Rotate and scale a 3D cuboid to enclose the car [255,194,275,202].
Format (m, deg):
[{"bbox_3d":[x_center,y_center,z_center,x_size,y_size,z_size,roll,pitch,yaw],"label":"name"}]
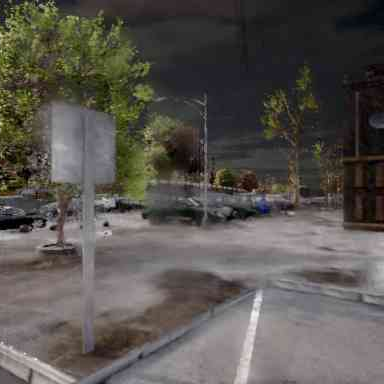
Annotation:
[{"bbox_3d":[17.512,1.403,79.739,4.553,1.767,2.185,-1,-1,14],"label":"car"}]

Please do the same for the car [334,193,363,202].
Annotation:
[{"bbox_3d":[35.878,1.264,76.516,5.566,2.045,2.435,1,0,14],"label":"car"}]

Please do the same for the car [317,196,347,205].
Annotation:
[{"bbox_3d":[25.905,1.543,61.828,4.792,1.488,2.163,1,0,14],"label":"car"}]

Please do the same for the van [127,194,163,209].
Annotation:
[{"bbox_3d":[-6.337,1.298,44.746,4.442,1.987,1.878,-1,0,14],"label":"van"}]

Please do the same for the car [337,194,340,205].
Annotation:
[{"bbox_3d":[20.888,1.512,54.482,5.008,1.535,2.097,1,0,14],"label":"car"}]

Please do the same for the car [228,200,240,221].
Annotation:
[{"bbox_3d":[0.921,1.532,25.098,4.792,1.488,2.163,1,1,14],"label":"car"}]

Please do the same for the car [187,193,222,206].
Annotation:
[{"bbox_3d":[2.235,1.275,57.229,5.566,2.045,2.435,-1,0,14],"label":"car"}]

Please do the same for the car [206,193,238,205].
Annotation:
[{"bbox_3d":[5.689,1.275,62.212,5.566,2.045,2.435,-1,-1,14],"label":"car"}]

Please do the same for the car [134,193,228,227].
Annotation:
[{"bbox_3d":[-0.684,1.250,22.661,5.566,2.045,2.435,1,0,14],"label":"car"}]

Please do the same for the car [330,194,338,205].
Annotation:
[{"bbox_3d":[19.409,1.511,52.001,5.366,1.575,1.946,1,0,14],"label":"car"}]

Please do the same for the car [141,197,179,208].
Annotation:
[{"bbox_3d":[-4.528,1.525,47.225,4.892,1.521,2.231,-1,-1,14],"label":"car"}]

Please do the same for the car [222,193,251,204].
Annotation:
[{"bbox_3d":[9.024,1.276,67.234,5.566,2.045,2.435,-1,0,14],"label":"car"}]

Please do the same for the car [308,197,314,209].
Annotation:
[{"bbox_3d":[12.612,1.385,42.235,4.553,1.767,2.185,1,1,14],"label":"car"}]

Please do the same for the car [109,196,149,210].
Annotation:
[{"bbox_3d":[-7.949,1.396,42.235,4.553,1.767,2.185,-1,-1,14],"label":"car"}]

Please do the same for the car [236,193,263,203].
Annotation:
[{"bbox_3d":[12.476,1.276,72.223,5.566,2.045,2.435,-1,-1,14],"label":"car"}]

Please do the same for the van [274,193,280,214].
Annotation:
[{"bbox_3d":[6.050,1.282,32.426,4.442,1.987,1.878,1,0,14],"label":"van"}]

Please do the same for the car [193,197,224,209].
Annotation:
[{"bbox_3d":[2.419,1.525,46.874,2.128,1.511,4.902,0,0,34],"label":"car"}]

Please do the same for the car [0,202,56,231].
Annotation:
[{"bbox_3d":[-10.336,1.507,18.261,2.128,1.511,4.902,0,0,26],"label":"car"}]

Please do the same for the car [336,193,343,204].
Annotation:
[{"bbox_3d":[22.733,1.512,56.896,5.366,1.575,1.946,1,0,14],"label":"car"}]

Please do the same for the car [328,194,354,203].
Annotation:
[{"bbox_3d":[30.893,1.389,69.162,4.553,1.767,2.185,1,1,14],"label":"car"}]

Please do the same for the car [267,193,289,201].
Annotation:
[{"bbox_3d":[22.604,1.279,87.228,5.566,2.045,2.435,-1,0,14],"label":"car"}]

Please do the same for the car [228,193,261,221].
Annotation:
[{"bbox_3d":[2.584,1.252,27.555,5.566,2.045,2.435,1,1,14],"label":"car"}]

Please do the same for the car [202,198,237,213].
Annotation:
[{"bbox_3d":[3.341,1.504,39.137,1.882,1.535,5.008,0,0,34],"label":"car"}]

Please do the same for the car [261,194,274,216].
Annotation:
[{"bbox_3d":[4.247,1.254,30.003,5.566,2.045,2.435,1,1,14],"label":"car"}]

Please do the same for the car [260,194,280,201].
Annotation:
[{"bbox_3d":[19.268,1.403,82.219,4.553,1.767,2.185,-1,0,14],"label":"car"}]

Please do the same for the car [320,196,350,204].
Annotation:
[{"bbox_3d":[27.543,1.515,64.281,4.892,1.521,2.231,1,1,14],"label":"car"}]

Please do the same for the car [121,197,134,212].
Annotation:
[{"bbox_3d":[-9.590,1.268,39.725,5.566,2.045,2.435,-1,-1,14],"label":"car"}]

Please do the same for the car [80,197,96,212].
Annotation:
[{"bbox_3d":[-13.037,1.547,34.711,4.792,1.488,2.163,-1,0,14],"label":"car"}]

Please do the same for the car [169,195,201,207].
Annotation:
[{"bbox_3d":[-1.101,1.399,52.211,4.553,1.767,2.185,-1,0,14],"label":"car"}]

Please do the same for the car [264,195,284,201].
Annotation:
[{"bbox_3d":[20.932,1.530,84.732,4.892,1.521,2.231,-1,-1,14],"label":"car"}]

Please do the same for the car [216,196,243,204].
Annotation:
[{"bbox_3d":[7.365,1.528,64.709,4.892,1.521,2.231,-1,0,14],"label":"car"}]

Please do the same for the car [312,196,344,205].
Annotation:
[{"bbox_3d":[24.216,1.513,59.390,5.008,1.535,2.097,1,1,14],"label":"car"}]

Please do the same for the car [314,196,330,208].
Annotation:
[{"bbox_3d":[17.538,1.541,49.589,4.792,1.488,2.163,1,1,14],"label":"car"}]

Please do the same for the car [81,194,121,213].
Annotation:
[{"bbox_3d":[-11.343,1.268,37.216,5.566,2.045,2.435,-1,0,14],"label":"car"}]

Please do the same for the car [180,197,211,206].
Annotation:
[{"bbox_3d":[0.600,1.554,54.711,4.792,1.488,2.163,-1,-1,14],"label":"car"}]

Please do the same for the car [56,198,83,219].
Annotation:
[{"bbox_3d":[-10.923,1.528,27.276,1.837,1.490,4.892,0,0,33],"label":"car"}]

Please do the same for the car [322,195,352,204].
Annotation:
[{"bbox_3d":[29.020,1.508,66.763,5.366,1.575,1.946,1,1,14],"label":"car"}]

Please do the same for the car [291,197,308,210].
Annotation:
[{"bbox_3d":[10.915,1.511,39.791,4.892,1.521,2.231,1,0,14],"label":"car"}]

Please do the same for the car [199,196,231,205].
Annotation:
[{"bbox_3d":[4.145,1.520,59.680,5.366,1.575,1.946,-1,-1,14],"label":"car"}]

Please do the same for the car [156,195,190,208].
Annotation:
[{"bbox_3d":[-2.796,1.398,49.700,4.553,1.767,2.185,-1,0,14],"label":"car"}]

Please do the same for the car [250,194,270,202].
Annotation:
[{"bbox_3d":[15.816,1.403,77.231,4.553,1.767,2.185,-1,-1,14],"label":"car"}]

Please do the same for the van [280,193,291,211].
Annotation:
[{"bbox_3d":[7.713,1.283,34.873,4.442,1.987,1.878,1,0,14],"label":"van"}]

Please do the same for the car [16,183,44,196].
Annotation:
[{"bbox_3d":[-18.361,-0.405,39.409,1.812,1.442,4.674,0,4,35],"label":"car"}]
